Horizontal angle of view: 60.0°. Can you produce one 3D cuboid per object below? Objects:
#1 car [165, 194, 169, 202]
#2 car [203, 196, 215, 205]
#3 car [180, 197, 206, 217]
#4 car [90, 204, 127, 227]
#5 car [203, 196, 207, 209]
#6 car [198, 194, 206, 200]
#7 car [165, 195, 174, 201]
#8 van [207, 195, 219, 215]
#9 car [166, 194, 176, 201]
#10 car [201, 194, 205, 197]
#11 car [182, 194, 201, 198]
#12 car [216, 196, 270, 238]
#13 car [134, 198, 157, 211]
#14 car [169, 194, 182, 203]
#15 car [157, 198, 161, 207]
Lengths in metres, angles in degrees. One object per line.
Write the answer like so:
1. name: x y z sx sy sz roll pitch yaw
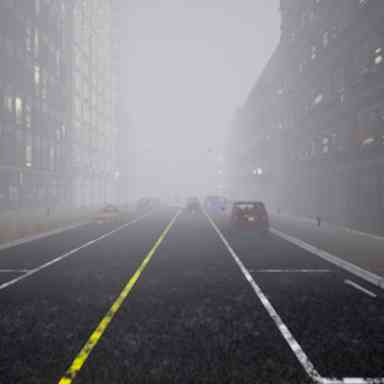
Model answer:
1. car: -5.667 1.626 78.587 1.802 1.307 4.206 0 0 0
2. car: 3.019 1.535 60.444 1.837 1.490 4.892 0 0 0
3. car: 0.107 1.536 31.603 1.812 1.442 4.674 0 0 0
4. car: -5.684 1.531 22.908 1.752 1.417 4.829 0 0 0
5. car: 2.702 1.565 39.729 2.008 1.369 4.403 0 0 0
6. car: 2.718 1.377 95.239 2.192 1.841 5.009 0 0 0
7. car: -5.666 1.489 84.138 1.967 1.590 4.097 0 0 0
8. van: 2.699 1.353 34.179 1.690 1.788 3.998 0 0 0
9. car: -5.663 1.370 89.689 2.192 1.841 5.009 0 0 0
10. car: 2.703 1.333 45.280 2.192 1.841 5.009 0 0 0
11. car: 0.115 1.370 46.403 2.097 1.767 4.553 0 0 0
12. car: 2.694 1.320 17.526 2.192 1.841 5.009 0 0 0
13. car: -5.679 1.454 39.731 1.967 1.590 4.097 0 0 0
14. car: -2.986 1.419 67.361 2.097 1.767 4.553 0 0 0
15. car: -5.678 1.542 45.112 1.752 1.417 4.829 0 0 0
